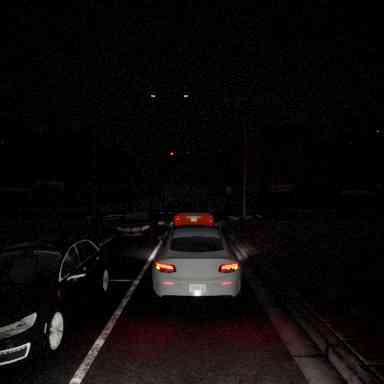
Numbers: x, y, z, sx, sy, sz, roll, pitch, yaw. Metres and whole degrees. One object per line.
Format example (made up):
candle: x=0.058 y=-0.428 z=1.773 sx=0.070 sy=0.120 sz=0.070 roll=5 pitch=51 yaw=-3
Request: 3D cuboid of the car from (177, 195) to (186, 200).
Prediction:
car: x=-2.737 y=1.430 z=87.849 sx=2.008 sy=1.369 sz=4.403 roll=-1 pitch=0 yaw=0

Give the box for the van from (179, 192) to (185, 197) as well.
van: x=-2.724 y=1.360 z=65.685 sx=1.690 sy=1.788 sz=3.998 roll=-1 pitch=0 yaw=0

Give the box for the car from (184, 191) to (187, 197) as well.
car: x=-2.730 y=1.308 z=71.228 sx=2.192 sy=1.841 sz=5.009 roll=-1 pitch=0 yaw=0

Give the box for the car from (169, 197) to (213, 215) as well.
car: x=0.083 y=1.353 z=18.112 sx=2.097 sy=1.767 sz=4.553 roll=0 pitch=0 yaw=0

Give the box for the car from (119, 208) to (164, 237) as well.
car: x=-2.674 y=1.582 z=16.751 sx=1.802 sy=1.307 sz=4.206 roll=-2 pitch=0 yaw=0

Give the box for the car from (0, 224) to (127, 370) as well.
car: x=-2.664 y=1.548 z=5.857 sx=2.008 sy=1.369 sz=4.403 roll=-2 pitch=0 yaw=0

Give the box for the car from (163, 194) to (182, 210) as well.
car: x=-2.705 y=1.484 z=43.529 sx=1.967 sy=1.590 sz=4.097 roll=-2 pitch=0 yaw=0

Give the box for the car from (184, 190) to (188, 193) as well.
car: x=-2.744 y=1.132 z=93.398 sx=2.192 sy=1.841 sz=5.009 roll=-1 pitch=1 yaw=0

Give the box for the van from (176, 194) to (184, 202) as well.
van: x=-2.733 y=1.302 z=76.765 sx=1.690 sy=1.788 sz=3.998 roll=-1 pitch=0 yaw=0

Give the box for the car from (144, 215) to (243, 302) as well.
car: x=0.093 y=1.523 z=8.149 sx=1.812 sy=1.442 sz=4.674 roll=0 pitch=0 yaw=0
